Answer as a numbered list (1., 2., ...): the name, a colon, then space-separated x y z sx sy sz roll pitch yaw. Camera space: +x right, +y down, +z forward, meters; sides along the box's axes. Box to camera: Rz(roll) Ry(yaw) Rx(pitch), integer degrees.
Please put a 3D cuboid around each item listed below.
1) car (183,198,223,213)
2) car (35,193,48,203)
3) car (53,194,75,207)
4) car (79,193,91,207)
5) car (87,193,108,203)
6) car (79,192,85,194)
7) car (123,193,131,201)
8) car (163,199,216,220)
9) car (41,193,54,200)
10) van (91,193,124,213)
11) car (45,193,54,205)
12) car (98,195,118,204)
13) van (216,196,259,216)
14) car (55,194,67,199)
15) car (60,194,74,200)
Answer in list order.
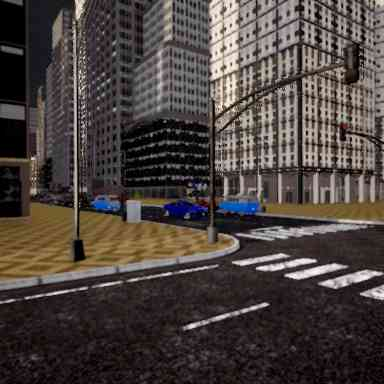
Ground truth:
1. car: 1.123 1.418 35.261 1.887 1.381 4.507 0 0 -35
2. car: -27.844 1.334 62.368 1.802 1.307 4.206 0 0 -35
3. car: -18.391 1.394 48.701 1.947 1.339 4.313 0 0 -35
4. car: -14.025 1.322 46.995 2.128 1.511 4.902 0 0 -34
5. car: -17.801 1.038 62.579 2.192 1.841 5.009 0 0 -35
6. car: -20.952 1.263 67.136 1.947 1.339 4.313 0 0 -35
7. car: -11.499 1.089 53.467 2.192 1.841 5.009 0 0 -35
8. car: -0.542 1.413 27.441 1.882 1.535 5.008 0 1 -35
9. car: -37.346 1.118 86.102 2.128 1.511 4.902 0 1 -35
10. van: -8.938 1.244 35.033 1.690 1.788 3.998 0 0 -35
11. car: -21.542 1.354 53.256 2.008 1.369 4.403 0 0 -35
12. car: -14.650 1.293 58.023 1.887 1.381 4.507 0 0 -35
13. van: 4.347 1.238 30.757 1.690 1.788 3.998 0 0 -35
14. car: -33.653 1.119 85.498 1.752 1.417 4.829 0 0 -35
15. car: -30.405 1.171 80.802 2.008 1.369 4.403 0 0 -35
